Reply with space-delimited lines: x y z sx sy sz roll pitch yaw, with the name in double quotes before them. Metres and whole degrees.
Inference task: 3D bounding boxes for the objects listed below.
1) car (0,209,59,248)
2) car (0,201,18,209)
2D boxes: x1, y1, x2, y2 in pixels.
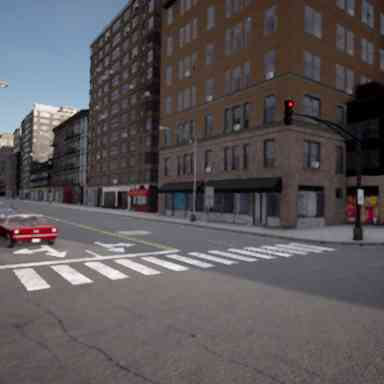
"car" -7.752 1.682 15.400 1.895 1.301 4.718 2 -1 -38
"car" -13.657 1.445 23.634 2.097 1.767 4.553 2 -1 -36
